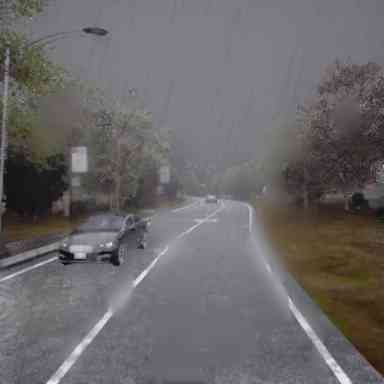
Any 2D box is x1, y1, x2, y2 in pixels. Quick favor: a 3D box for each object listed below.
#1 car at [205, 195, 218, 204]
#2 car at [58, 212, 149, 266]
[{"bbox_3d":[3.238,1.215,54.263,1.812,1.442,4.674,0,0,5],"label":"car"},{"bbox_3d":[-2.845,1.487,11.663,2.128,1.511,4.902,0,0,6],"label":"car"}]
